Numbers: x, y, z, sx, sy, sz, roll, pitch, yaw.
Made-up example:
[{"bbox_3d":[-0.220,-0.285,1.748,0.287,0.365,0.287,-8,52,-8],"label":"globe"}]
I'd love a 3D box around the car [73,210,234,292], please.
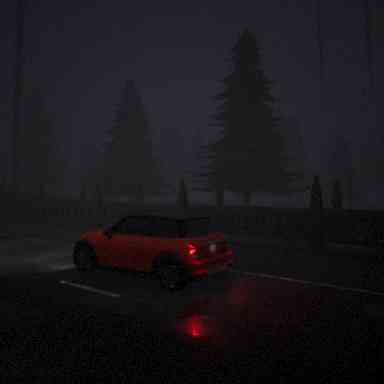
[{"bbox_3d":[-1.226,1.350,9.159,4.553,1.767,2.097,0,0,35],"label":"car"}]
